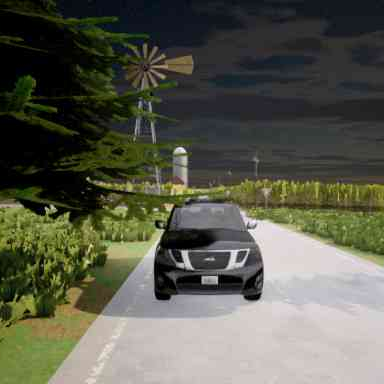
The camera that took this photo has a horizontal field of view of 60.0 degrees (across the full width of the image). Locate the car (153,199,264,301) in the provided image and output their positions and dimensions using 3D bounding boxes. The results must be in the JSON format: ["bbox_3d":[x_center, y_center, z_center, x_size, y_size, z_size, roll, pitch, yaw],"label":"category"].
[{"bbox_3d":[0.336,1.221,8.709,2.150,2.045,5.566,0,0,0],"label":"car"}]
